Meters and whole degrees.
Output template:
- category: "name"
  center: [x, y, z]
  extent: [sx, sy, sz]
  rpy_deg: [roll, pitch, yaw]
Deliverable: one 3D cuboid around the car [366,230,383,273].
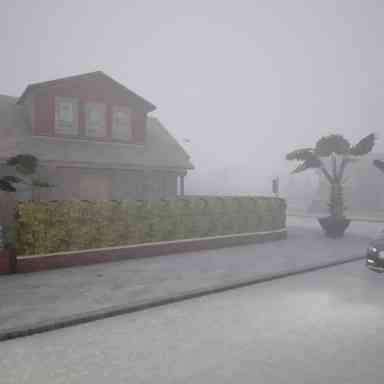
- category: "car"
  center: [6.875, 1.491, 9.503]
  extent: [4.902, 1.511, 2.128]
  rpy_deg: [0, 0, -35]
